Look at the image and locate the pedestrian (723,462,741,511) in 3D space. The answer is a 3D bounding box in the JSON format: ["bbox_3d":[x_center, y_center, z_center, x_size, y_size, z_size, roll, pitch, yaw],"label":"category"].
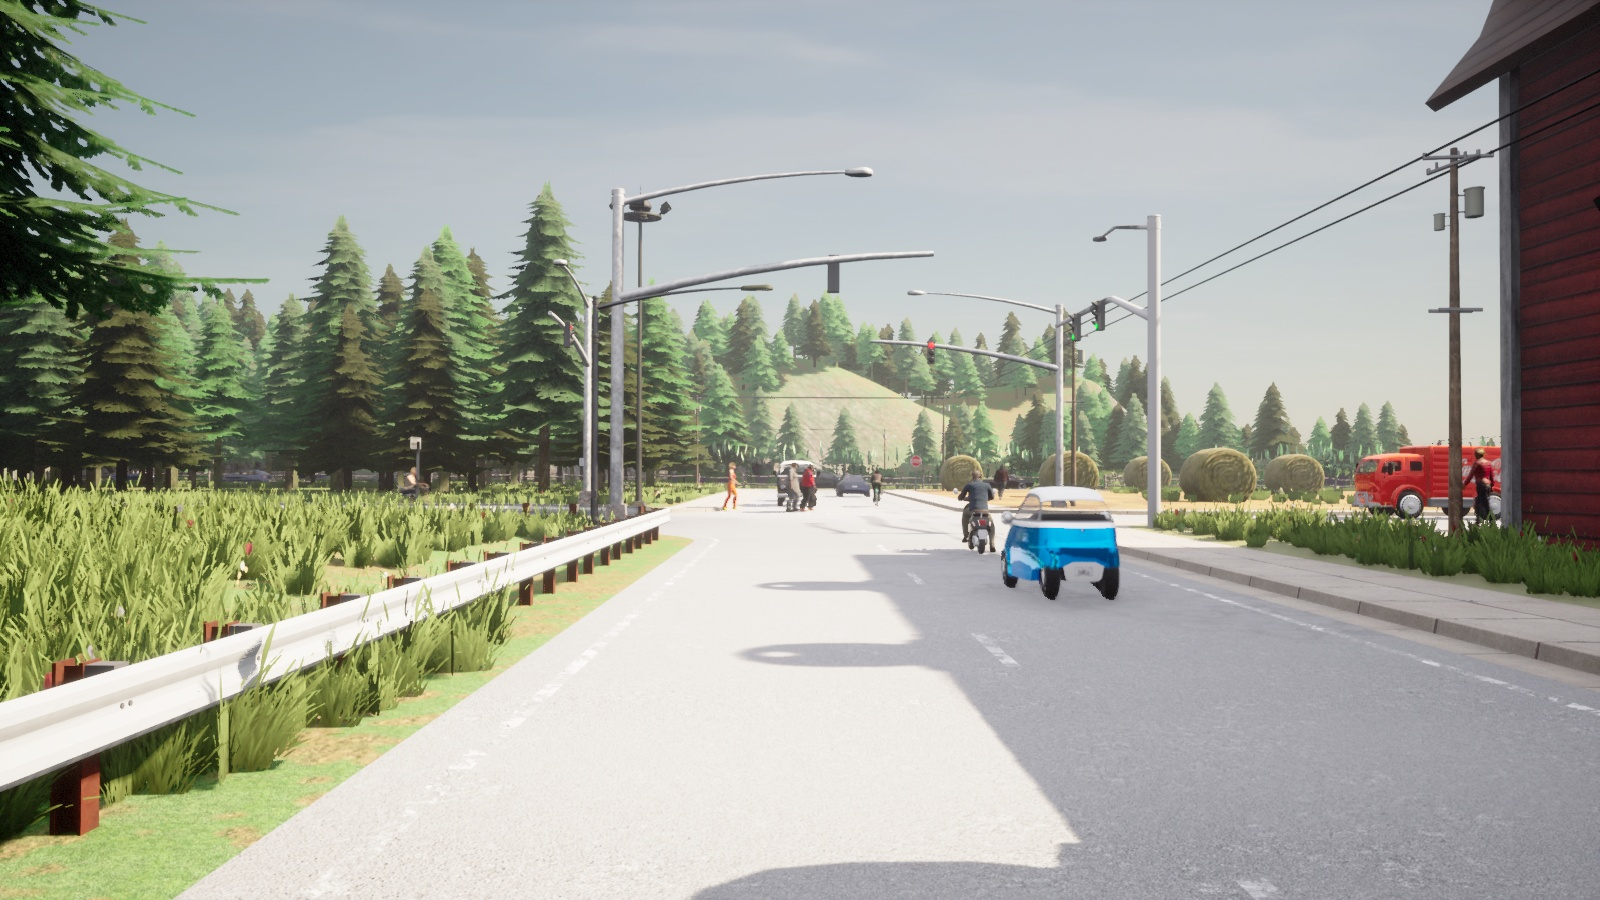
[{"bbox_3d":[-2.570,1.392,47.448,0.594,1.836,0.345,0,-1,8],"label":"pedestrian"}]

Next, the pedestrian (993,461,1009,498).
[{"bbox_3d":[9.997,1.457,62.336,0.634,1.844,0.899,-1,-1,19],"label":"pedestrian"}]

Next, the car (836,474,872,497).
[{"bbox_3d":[3.302,2.167,77.710,1.994,1.385,4.181,0,-1,0],"label":"car"}]

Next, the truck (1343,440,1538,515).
[{"bbox_3d":[21.541,0.922,42.414,5.204,2.467,2.627,0,-1,-1],"label":"truck"}]

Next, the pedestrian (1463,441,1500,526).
[{"bbox_3d":[15.018,0.732,27.682,0.331,1.846,0.636,0,-1,-22],"label":"pedestrian"}]

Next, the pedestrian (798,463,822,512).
[{"bbox_3d":[0.372,1.403,47.443,0.899,1.844,0.634,0,-1,1],"label":"pedestrian"}]

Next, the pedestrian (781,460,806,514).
[{"bbox_3d":[-0.233,1.369,46.479,0.873,1.952,0.659,0,-1,2],"label":"pedestrian"}]

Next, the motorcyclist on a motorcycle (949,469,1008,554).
[{"bbox_3d":[3.437,1.163,24.369,0.866,1.590,1.817,0,-1,0],"label":"motorcyclist on a motorcycle"}]

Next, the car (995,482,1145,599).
[{"bbox_3d":[3.458,1.130,16.393,1.481,1.376,2.207,0,-1,0],"label":"car"}]

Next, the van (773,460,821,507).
[{"bbox_3d":[-0.145,1.484,56.435,2.069,2.038,4.480,0,-1,0],"label":"van"}]
